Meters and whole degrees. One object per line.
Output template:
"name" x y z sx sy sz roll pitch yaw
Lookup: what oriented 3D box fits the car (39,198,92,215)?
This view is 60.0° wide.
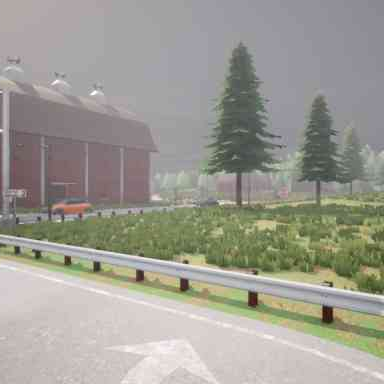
"car" -11.336 1.379 30.034 2.097 1.767 4.553 0 0 37

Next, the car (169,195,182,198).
"car" -4.305 1.532 85.492 1.816 1.474 4.193 0 0 36

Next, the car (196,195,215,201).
"car" 1.986 1.532 47.992 1.837 1.490 4.892 0 0 37
